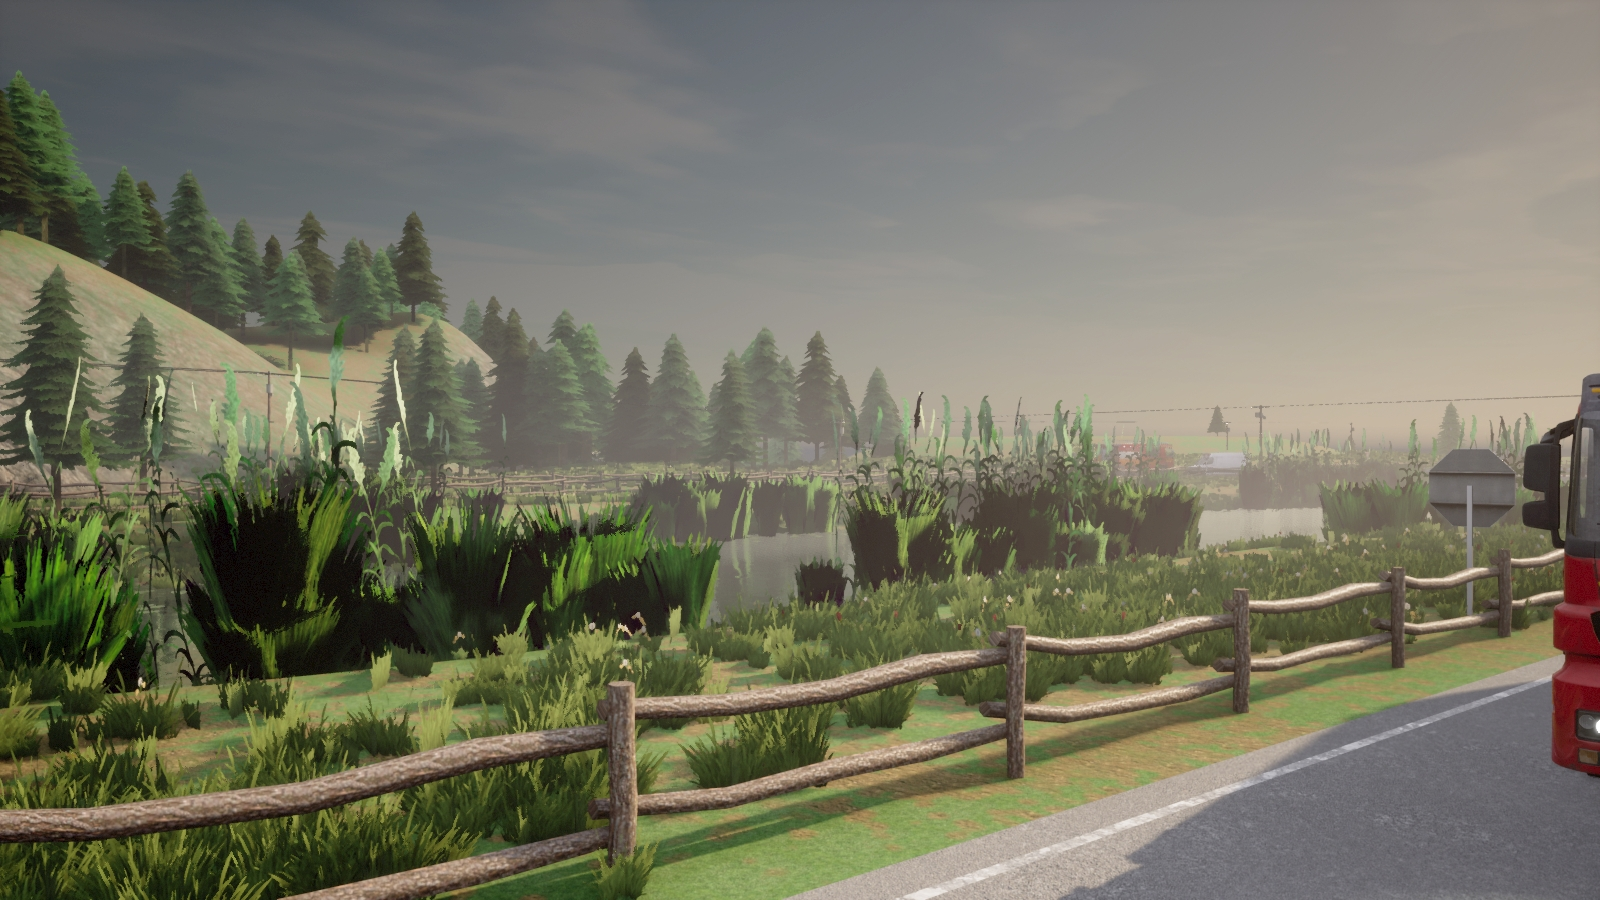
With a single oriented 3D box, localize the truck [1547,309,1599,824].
[{"bbox_3d":[9.554,0.862,10.961,2.891,3.827,8.468,0,0,41],"label":"truck"}]
